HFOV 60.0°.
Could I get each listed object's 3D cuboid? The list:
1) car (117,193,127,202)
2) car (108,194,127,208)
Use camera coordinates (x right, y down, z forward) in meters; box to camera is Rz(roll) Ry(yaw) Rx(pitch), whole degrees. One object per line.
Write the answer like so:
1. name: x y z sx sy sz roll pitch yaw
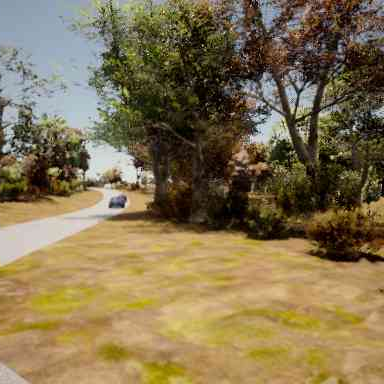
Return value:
1. car: -13.862 1.131 65.795 1.837 1.490 4.892 -1 2 -12
2. car: -11.158 1.433 49.425 2.097 1.767 4.553 -1 1 -7
